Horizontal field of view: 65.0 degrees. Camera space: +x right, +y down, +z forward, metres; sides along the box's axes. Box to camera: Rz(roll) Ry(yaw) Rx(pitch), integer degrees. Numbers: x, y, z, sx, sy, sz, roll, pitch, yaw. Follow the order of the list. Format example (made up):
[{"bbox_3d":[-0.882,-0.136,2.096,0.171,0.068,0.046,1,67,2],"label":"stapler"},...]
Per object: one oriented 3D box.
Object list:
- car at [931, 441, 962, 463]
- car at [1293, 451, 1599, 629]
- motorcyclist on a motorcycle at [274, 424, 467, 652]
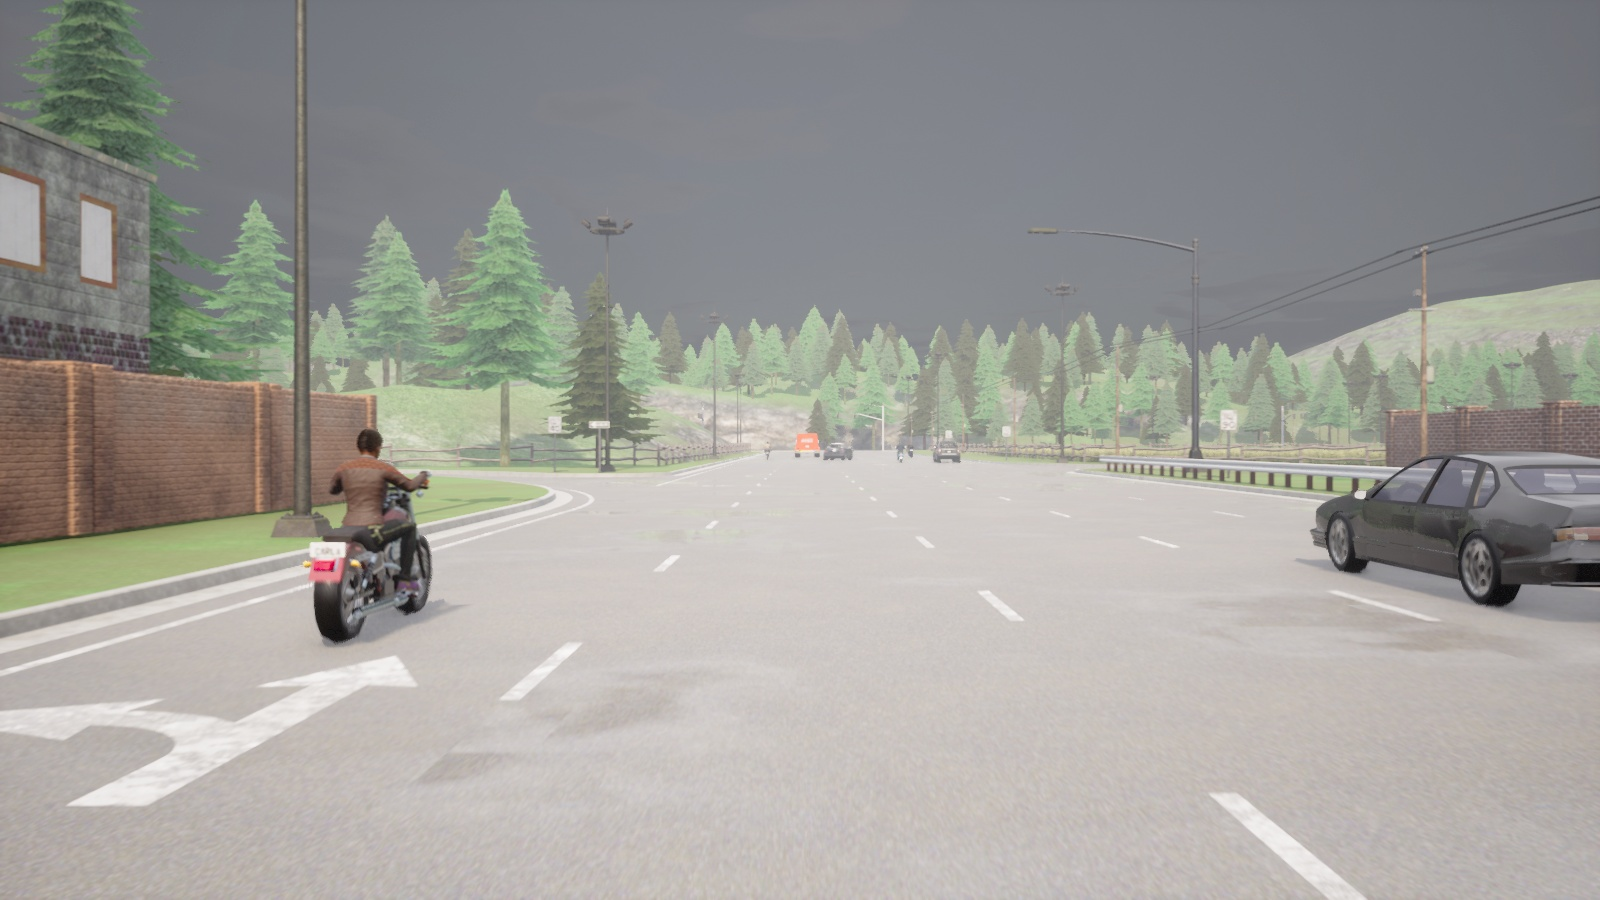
[{"bbox_3d":[11.051,0.119,94.979,1.851,1.617,3.988,0,0,0],"label":"car"},{"bbox_3d":[7.088,0.728,12.798,2.033,1.411,5.357,0,0,0],"label":"car"},{"bbox_3d":[-3.427,0.636,10.290,0.766,1.649,2.350,0,0,0],"label":"motorcyclist on a motorcycle"}]
